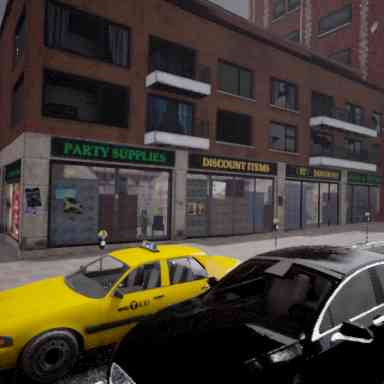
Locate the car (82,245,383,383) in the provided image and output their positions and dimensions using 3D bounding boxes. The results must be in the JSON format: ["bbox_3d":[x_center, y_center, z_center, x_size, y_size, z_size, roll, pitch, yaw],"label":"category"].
[{"bbox_3d":[1.424,1.506,4.086,4.892,1.490,1.837,0,0,-35],"label":"car"}]

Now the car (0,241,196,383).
[{"bbox_3d":[-0.936,1.527,5.404,4.829,1.417,1.752,0,2,-35],"label":"car"}]
